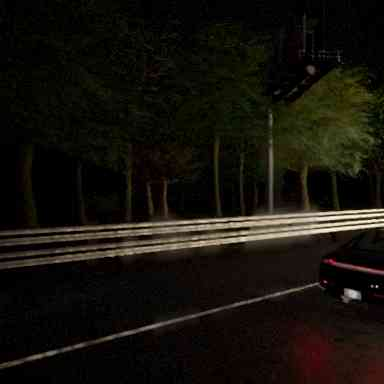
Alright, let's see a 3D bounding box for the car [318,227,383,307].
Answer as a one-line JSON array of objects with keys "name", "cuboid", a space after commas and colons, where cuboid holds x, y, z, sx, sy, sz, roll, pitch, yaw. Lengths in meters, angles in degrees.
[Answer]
[{"name": "car", "cuboid": [4.697, 1.490, 6.945, 4.902, 1.511, 2.128, 0, 0, -34]}]
